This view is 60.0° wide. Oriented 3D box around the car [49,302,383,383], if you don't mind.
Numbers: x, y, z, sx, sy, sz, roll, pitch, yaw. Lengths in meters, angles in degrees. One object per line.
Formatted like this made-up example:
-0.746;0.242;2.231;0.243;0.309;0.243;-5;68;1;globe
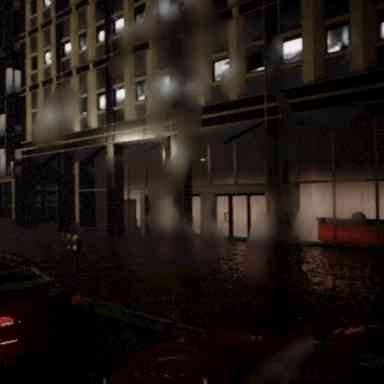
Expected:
1.157;1.584;2.057;4.206;1.307;1.802;-1;-1;36;car

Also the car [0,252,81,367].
-3.462;1.646;5.353;4.206;1.307;1.802;-1;-1;36;car
